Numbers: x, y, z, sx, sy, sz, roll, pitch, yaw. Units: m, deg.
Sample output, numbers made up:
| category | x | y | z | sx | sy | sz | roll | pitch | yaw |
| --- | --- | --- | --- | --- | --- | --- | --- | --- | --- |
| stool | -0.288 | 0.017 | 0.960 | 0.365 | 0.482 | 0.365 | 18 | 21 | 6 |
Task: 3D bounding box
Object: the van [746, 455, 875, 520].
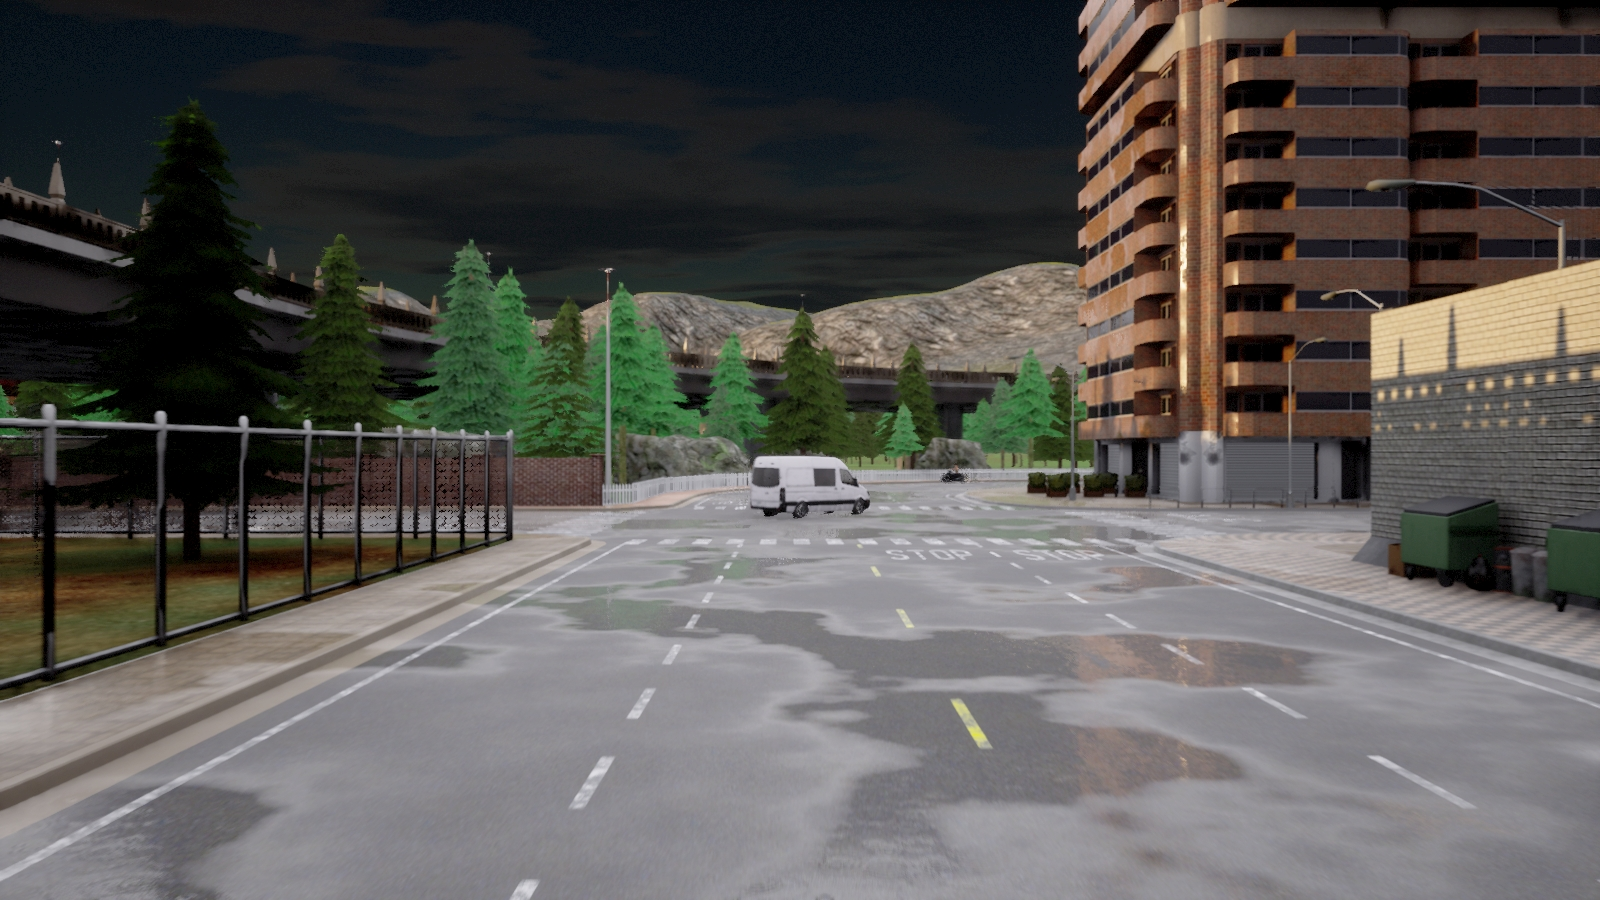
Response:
| category | x | y | z | sx | sy | sz | roll | pitch | yaw |
| --- | --- | --- | --- | --- | --- | --- | --- | --- | --- |
| van | 0.536 | 1.503 | 48.743 | 1.988 | 2.561 | 5.915 | 1 | 1 | 43 |
